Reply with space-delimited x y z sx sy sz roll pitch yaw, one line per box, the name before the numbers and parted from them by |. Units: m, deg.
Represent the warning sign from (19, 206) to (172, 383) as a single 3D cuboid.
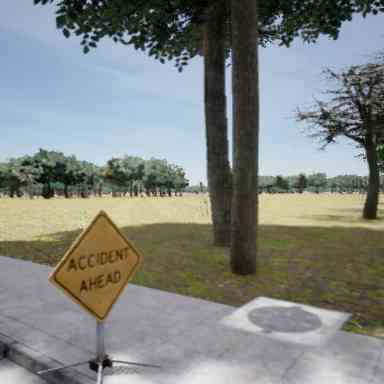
warning sign | -1.057 1.128 3.821 1.060 1.860 1.300 0 0 35
